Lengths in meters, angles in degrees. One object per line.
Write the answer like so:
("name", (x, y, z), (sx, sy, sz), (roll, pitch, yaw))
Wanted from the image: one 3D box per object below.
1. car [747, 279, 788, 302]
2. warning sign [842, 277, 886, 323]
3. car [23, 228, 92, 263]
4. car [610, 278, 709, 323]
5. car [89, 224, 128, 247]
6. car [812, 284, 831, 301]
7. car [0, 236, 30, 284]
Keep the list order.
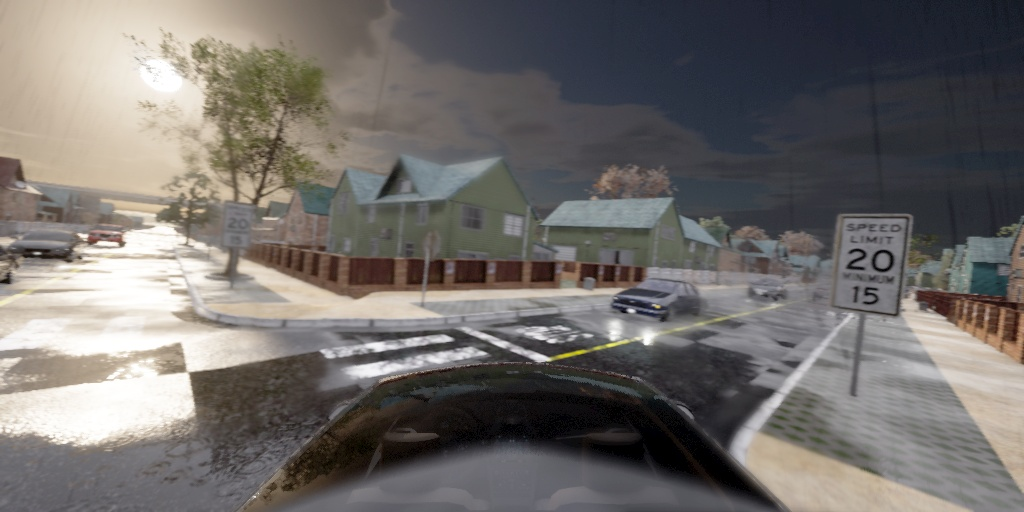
("car", (19.254, 2.488, 26.900), (4.902, 1.511, 2.128), (4, 2, -44))
("warning sign", (16.708, 2.106, 17.019), (1.060, 1.860, 1.300), (0, 0, -44))
("car", (-22.586, -0.539, 17.585), (1.837, 1.490, 4.892), (5, 1, -44))
("car", (5.969, 1.600, 13.957), (5.357, 1.411, 2.033), (4, 2, -44))
("car", (-38.222, -1.995, 34.023), (2.150, 2.045, 5.566), (5, -1, -44))
("car", (26.723, 3.112, 30.168), (4.902, 1.511, 2.128), (4, 2, -44))
("car", (-14.204, 0.197, 8.892), (4.718, 1.301, 1.895), (4, -1, 45))
